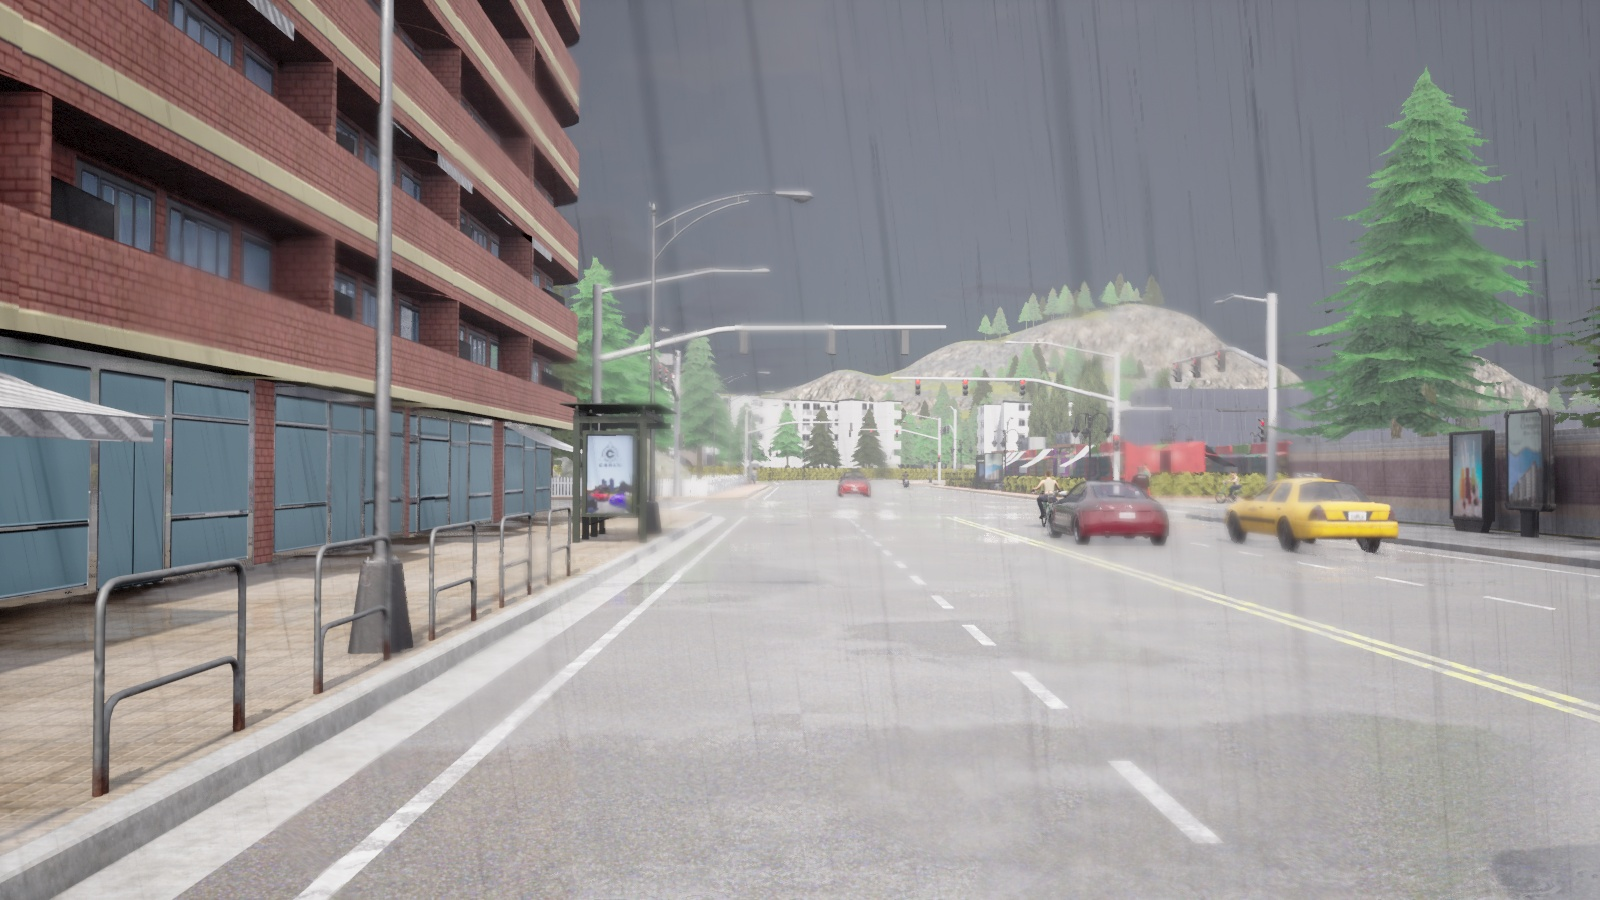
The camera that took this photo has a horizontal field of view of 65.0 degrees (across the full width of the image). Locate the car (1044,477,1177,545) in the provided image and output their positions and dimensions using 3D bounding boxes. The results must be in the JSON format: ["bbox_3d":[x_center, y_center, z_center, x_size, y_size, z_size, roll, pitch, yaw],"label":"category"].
[{"bbox_3d":[6.923,1.328,28.475,1.994,1.385,4.181,0,-1,0],"label":"car"}]

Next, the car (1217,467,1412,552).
[{"bbox_3d":[10.432,1.147,25.951,1.801,1.575,5.366,0,-1,0],"label":"car"}]

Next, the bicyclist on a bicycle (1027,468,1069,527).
[{"bbox_3d":[6.904,1.310,34.999,0.866,1.612,1.509,0,-1,0],"label":"bicyclist on a bicycle"}]

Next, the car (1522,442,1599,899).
[{"bbox_3d":[3.494,0.762,1.855,2.033,1.649,4.856,0,-1,0],"label":"car"}]

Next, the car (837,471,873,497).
[{"bbox_3d":[3.301,2.029,76.449,2.007,1.525,4.514,0,-1,0],"label":"car"}]
